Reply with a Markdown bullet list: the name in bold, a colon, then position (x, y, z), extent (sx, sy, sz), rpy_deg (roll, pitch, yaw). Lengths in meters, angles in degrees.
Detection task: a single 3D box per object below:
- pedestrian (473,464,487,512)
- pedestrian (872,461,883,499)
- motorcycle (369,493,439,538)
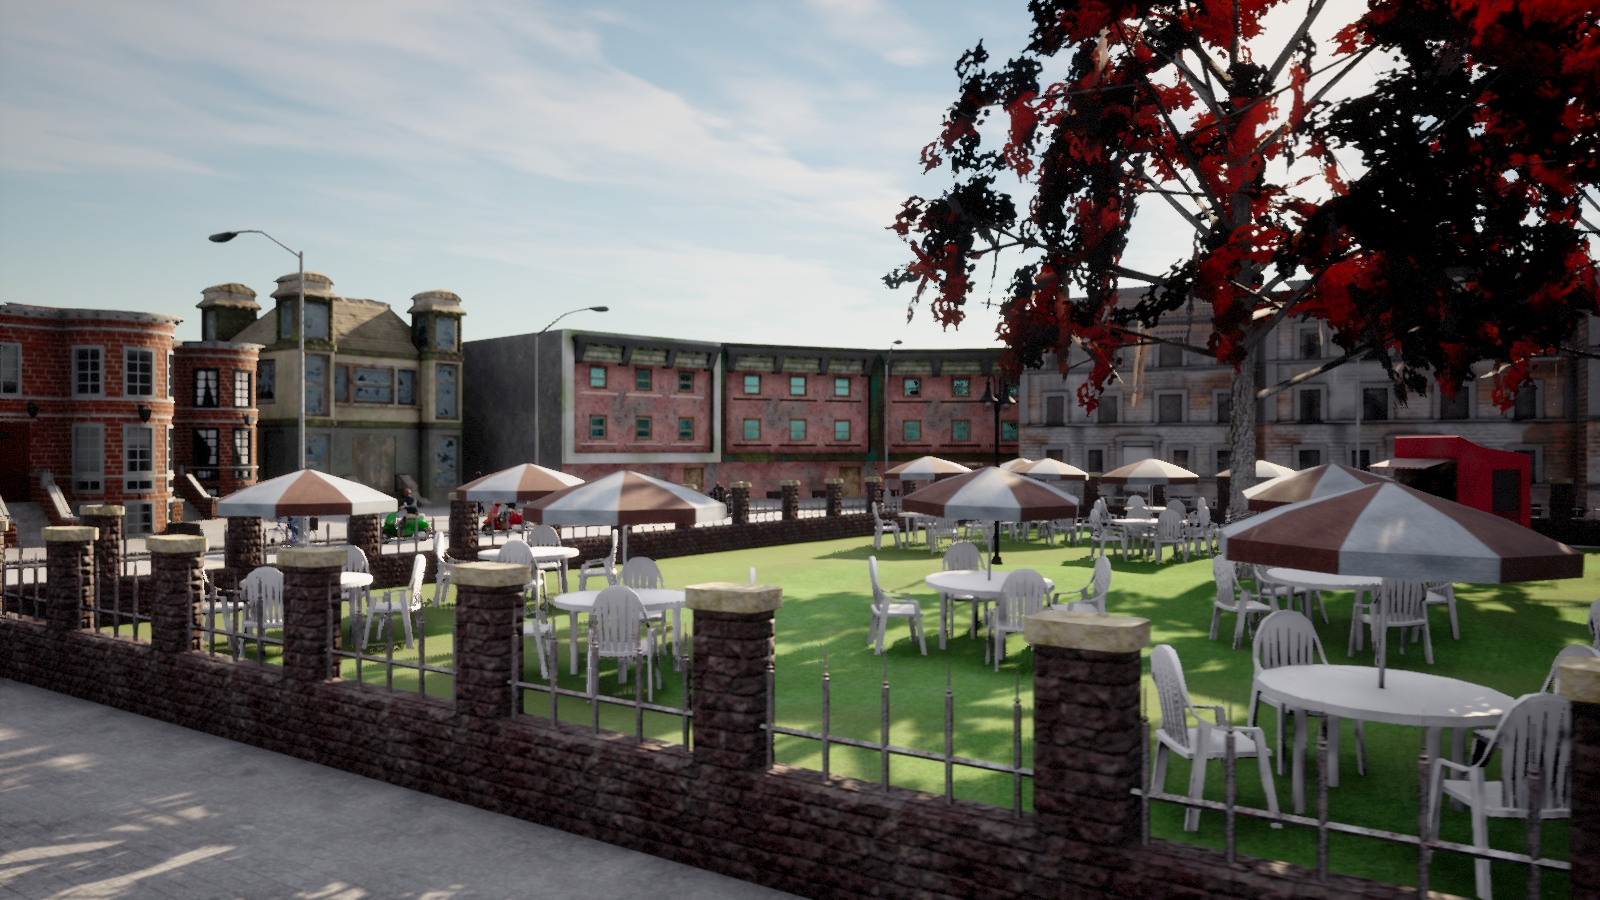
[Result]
- **pedestrian**: position (-12.441, 1.486, 44.477), extent (0.375, 1.860, 0.375), rpy_deg (0, 0, 34)
- **pedestrian**: position (3.799, 1.489, 56.117), extent (0.375, 1.860, 0.375), rpy_deg (0, 0, -26)
- **motorcycle**: position (-11.765, 1.925, 33.973), extent (0.856, 1.236, 1.805), rpy_deg (0, 0, 35)
